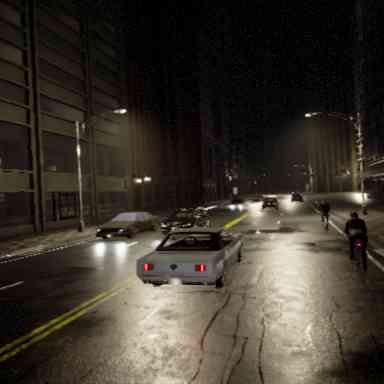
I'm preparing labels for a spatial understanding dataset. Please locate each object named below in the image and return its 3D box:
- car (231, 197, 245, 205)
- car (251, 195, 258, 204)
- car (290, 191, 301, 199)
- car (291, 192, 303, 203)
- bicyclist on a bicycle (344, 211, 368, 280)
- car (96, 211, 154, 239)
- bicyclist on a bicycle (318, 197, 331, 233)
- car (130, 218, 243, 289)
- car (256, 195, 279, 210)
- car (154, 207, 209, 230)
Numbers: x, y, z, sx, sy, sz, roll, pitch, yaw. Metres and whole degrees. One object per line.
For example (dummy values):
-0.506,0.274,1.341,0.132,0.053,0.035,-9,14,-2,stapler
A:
8.061,1.525,58.359,1.895,1.301,4.718,-3,0,17,car
11.766,1.211,59.394,1.882,1.535,5.008,-3,0,17,car
23.092,0.694,74.397,2.128,1.511,4.902,-3,0,17,car
17.301,0.995,54.892,1.994,1.385,4.181,-3,0,17,car
4.177,1.310,8.431,0.582,1.620,1.656,-3,-1,17,bicyclist on a bicycle
-3.580,1.880,19.877,2.033,1.411,5.357,-3,0,17,car
6.727,1.155,16.919,0.659,1.776,1.843,-3,0,17,bicyclist on a bicycle
0.269,1.665,9.438,1.895,1.301,4.718,-3,0,17,car
9.213,1.331,39.169,2.033,1.411,5.357,-3,0,17,car
-0.266,1.666,19.626,1.837,1.490,4.892,-3,0,17,car
